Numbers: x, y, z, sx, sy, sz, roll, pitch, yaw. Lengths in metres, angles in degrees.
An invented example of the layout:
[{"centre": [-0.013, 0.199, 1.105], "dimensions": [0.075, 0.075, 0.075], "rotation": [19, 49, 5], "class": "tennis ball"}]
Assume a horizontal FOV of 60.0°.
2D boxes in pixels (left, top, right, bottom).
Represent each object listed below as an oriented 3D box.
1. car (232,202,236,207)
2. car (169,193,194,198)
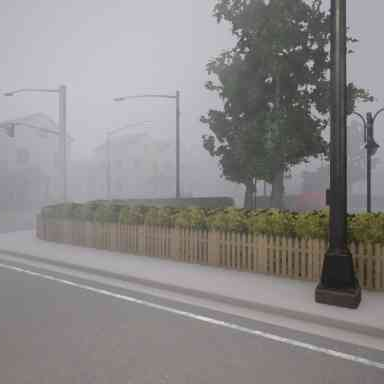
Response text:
[{"centre": [4.863, 1.564, 49.139], "dimensions": [1.994, 1.385, 4.181], "rotation": [0, 0, 35], "class": "car"}, {"centre": [-1.774, 1.222, 46.061], "dimensions": [2.150, 2.045, 5.566], "rotation": [0, 0, 35], "class": "car"}]
